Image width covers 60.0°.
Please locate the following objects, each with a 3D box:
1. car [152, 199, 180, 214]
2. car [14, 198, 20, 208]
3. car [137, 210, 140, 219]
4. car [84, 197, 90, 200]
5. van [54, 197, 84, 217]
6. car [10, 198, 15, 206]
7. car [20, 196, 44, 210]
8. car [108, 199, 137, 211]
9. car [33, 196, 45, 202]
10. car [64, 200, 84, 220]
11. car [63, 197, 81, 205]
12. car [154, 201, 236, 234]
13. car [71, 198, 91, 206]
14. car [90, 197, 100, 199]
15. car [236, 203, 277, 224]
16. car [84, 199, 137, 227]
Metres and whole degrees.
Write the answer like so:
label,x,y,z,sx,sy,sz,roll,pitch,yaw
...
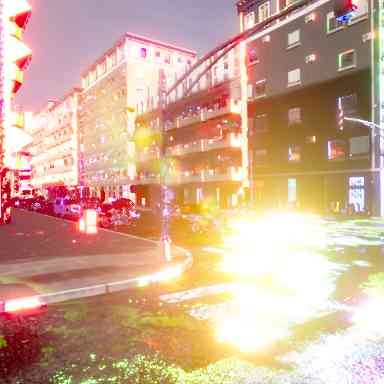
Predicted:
label,x,y,z,sx,sy,sz,roll,pitch,yaw
car,-2.387,1.441,33.290,1.967,1.590,4.097,-1,1,-36
car,-25.361,1.770,50.841,1.947,1.339,4.313,-1,1,-36
car,-6.216,1.610,28.705,1.812,1.442,4.674,-1,0,-36
car,-14.320,1.474,39.977,2.097,1.767,4.553,-1,0,-36
van,-12.422,1.483,32.880,1.690,1.788,3.998,-1,1,-36
car,-31.833,1.782,59.821,1.887,1.381,4.507,-1,1,-36
car,-22.128,1.628,46.351,1.967,1.590,4.097,-1,1,-36
car,-8.856,1.581,42.270,2.008,1.369,4.403,-1,1,-36
car,-37.977,1.728,82.680,1.887,1.381,4.507,-1,1,-36
car,-9.084,1.652,28.254,1.752,1.417,4.829,-1,1,-36
car,-21.799,1.645,60.230,2.008,1.369,4.403,-1,1,-36
car,0.038,1.548,20.028,2.128,1.511,4.902,-1,0,-36
car,-18.563,1.644,55.740,1.947,1.339,4.313,-1,1,-36
car,-15.330,1.502,51.249,1.967,1.590,4.097,-1,1,-36
car,3.986,1.498,24.449,1.752,1.417,4.829,-1,1,-36
car,-5.950,1.553,23.902,1.967,1.590,4.097,-1,1,-36
